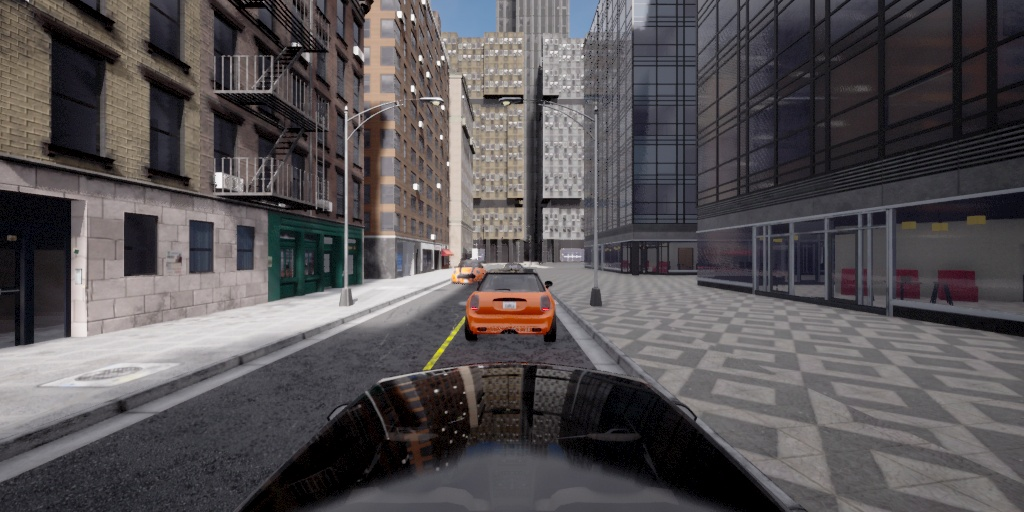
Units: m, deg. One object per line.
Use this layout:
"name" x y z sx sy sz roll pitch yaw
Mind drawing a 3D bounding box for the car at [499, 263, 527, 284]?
"car" 0.086 1.297 28.672 2.033 1.411 5.357 0 0 0

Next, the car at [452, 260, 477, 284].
"car" -3.107 1.102 26.397 2.097 1.767 4.553 0 0 0

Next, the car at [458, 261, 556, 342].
"car" 0.064 1.102 9.988 2.097 1.767 4.553 0 0 3
